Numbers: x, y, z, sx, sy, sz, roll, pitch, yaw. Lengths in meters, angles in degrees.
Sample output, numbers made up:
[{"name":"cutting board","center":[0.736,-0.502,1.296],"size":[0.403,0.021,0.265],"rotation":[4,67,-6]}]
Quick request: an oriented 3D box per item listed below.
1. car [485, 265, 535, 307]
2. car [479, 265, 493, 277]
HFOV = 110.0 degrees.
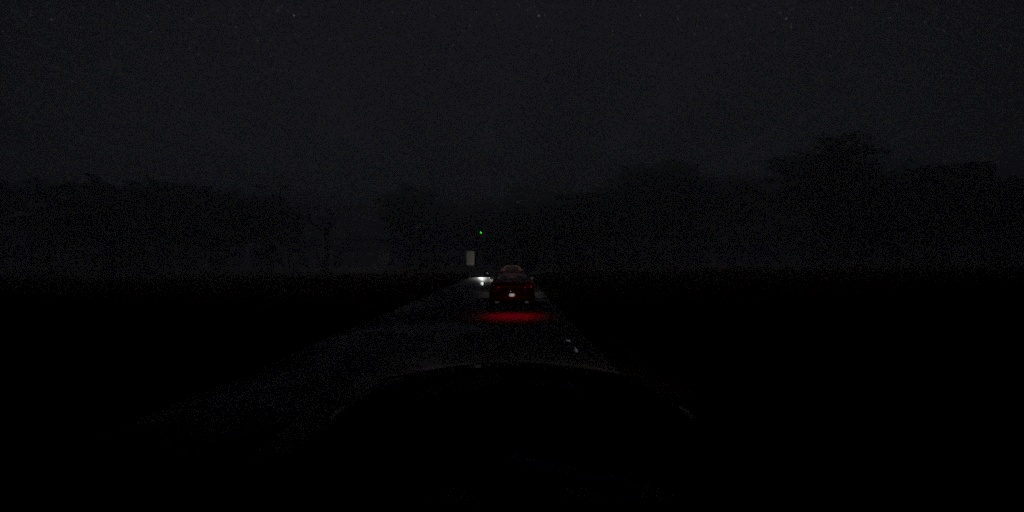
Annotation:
[{"name":"car","center":[0.001,1.377,16.357],"size":[1.882,1.535,5.008],"rotation":[0,0,0]},{"name":"car","center":[-2.764,1.763,42.381],"size":[1.994,1.385,4.181],"rotation":[0,-1,0]}]
